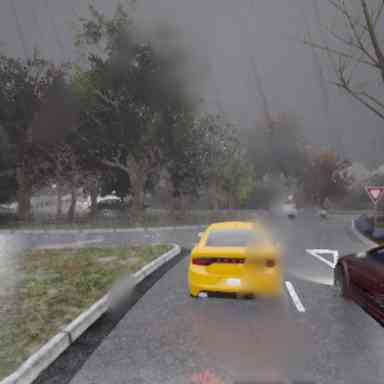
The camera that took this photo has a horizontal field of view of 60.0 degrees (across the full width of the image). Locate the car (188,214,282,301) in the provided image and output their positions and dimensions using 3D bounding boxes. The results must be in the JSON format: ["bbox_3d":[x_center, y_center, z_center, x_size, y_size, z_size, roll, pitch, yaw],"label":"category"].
[{"bbox_3d":[1.116,1.502,8.497,1.882,1.535,5.008,0,0,8],"label":"car"}]

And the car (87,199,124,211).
[{"bbox_3d":[-14.623,2.191,55.727,5.566,2.045,2.150,0,-2,-12],"label":"car"}]

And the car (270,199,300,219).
[{"bbox_3d":[9.497,1.724,34.936,2.150,2.045,5.566,0,-1,8],"label":"car"}]

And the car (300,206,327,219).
[{"bbox_3d":[12.772,2.119,35.534,1.895,1.301,4.718,0,-1,5],"label":"car"}]

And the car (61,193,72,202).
[{"bbox_3d":[-32.853,1.738,85.267,1.946,1.575,5.366,0,2,-12],"label":"car"}]

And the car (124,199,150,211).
[{"bbox_3d":[-10.328,2.278,59.431,5.566,2.045,2.150,0,-1,0],"label":"car"}]

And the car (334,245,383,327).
[{"bbox_3d":[4.002,1.567,5.774,1.994,1.385,4.181,0,0,6],"label":"car"}]
